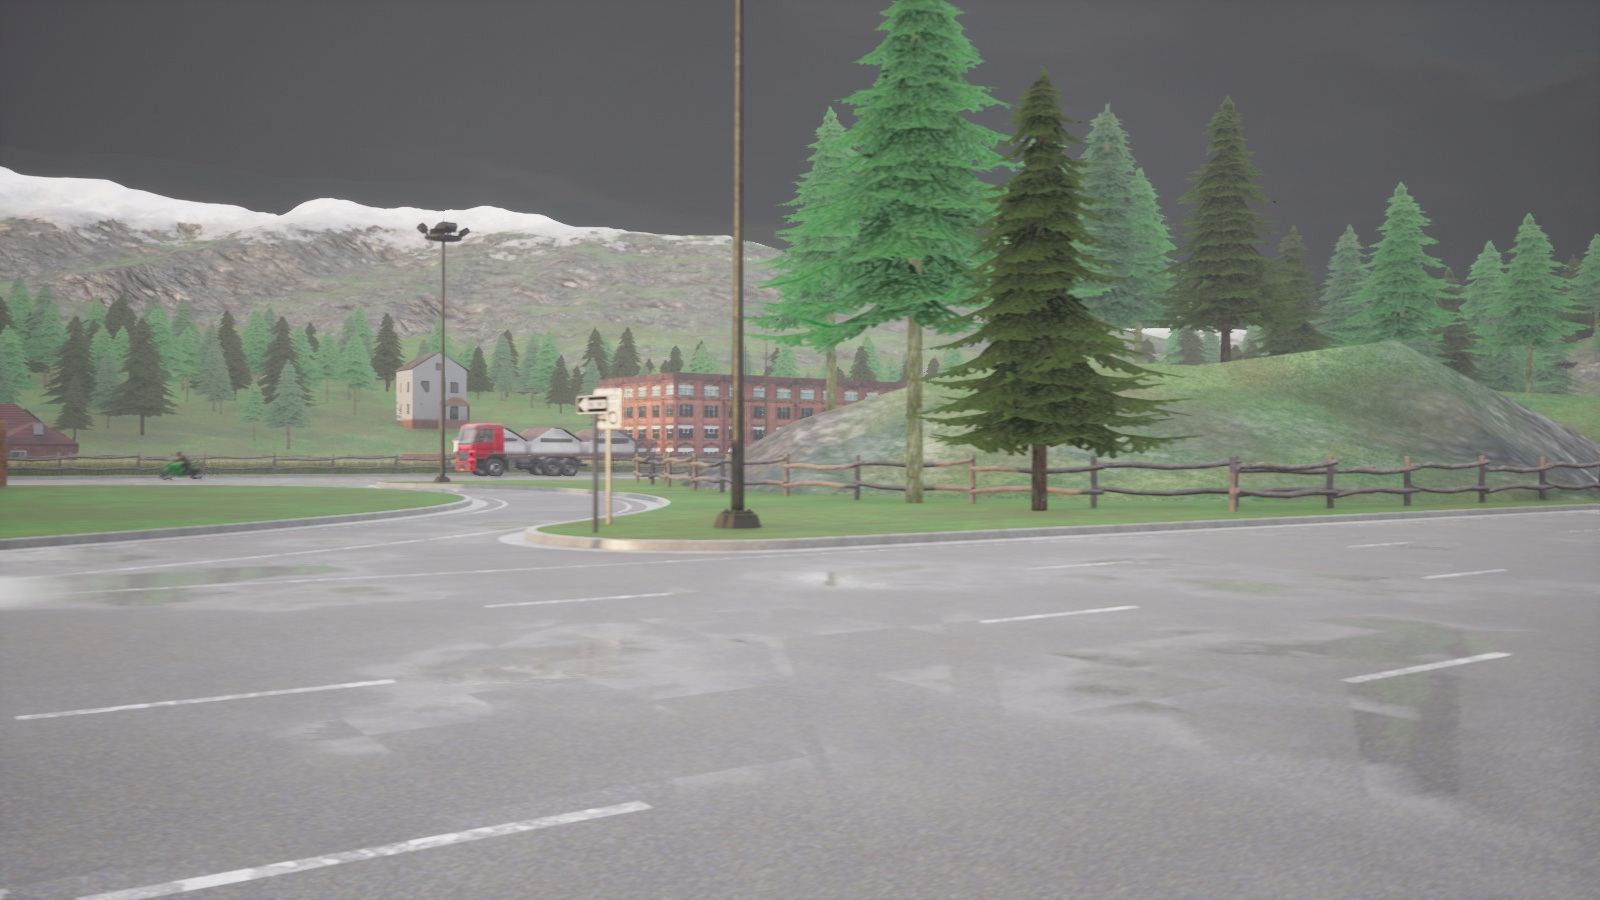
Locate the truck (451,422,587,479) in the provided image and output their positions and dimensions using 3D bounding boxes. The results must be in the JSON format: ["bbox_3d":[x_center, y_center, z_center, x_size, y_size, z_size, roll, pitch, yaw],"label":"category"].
[{"bbox_3d":[-17.899,0.057,80.254,7.936,3.462,2.891,0,0,-35],"label":"truck"}]

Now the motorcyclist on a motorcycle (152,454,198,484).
[{"bbox_3d":[-32.701,0.977,65.749,2.044,1.523,0.797,0,0,-35],"label":"motorcyclist on a motorcycle"}]
